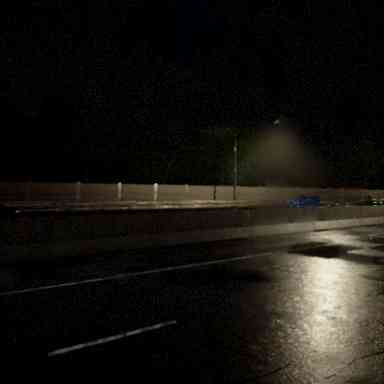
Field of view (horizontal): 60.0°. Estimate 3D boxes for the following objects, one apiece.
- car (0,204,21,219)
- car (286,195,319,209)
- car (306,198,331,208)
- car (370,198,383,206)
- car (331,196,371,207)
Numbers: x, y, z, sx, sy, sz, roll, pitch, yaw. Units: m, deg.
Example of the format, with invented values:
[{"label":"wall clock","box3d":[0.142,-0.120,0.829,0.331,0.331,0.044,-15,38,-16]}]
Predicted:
[{"label":"car","box3d":[-14.735,1.534,23.576,4.674,1.442,1.812,1,0,-35]},{"label":"car","box3d":[15.150,1.447,44.978,5.566,2.045,2.150,0,0,-36]},{"label":"car","box3d":[17.301,1.774,42.216,5.357,1.411,2.033,0,0,-36]},{"label":"car","box3d":[22.463,1.588,37.300,4.553,1.767,2.097,0,0,-36]},{"label":"car","box3d":[19.251,1.448,39.307,5.566,2.045,2.150,0,0,-36]}]
